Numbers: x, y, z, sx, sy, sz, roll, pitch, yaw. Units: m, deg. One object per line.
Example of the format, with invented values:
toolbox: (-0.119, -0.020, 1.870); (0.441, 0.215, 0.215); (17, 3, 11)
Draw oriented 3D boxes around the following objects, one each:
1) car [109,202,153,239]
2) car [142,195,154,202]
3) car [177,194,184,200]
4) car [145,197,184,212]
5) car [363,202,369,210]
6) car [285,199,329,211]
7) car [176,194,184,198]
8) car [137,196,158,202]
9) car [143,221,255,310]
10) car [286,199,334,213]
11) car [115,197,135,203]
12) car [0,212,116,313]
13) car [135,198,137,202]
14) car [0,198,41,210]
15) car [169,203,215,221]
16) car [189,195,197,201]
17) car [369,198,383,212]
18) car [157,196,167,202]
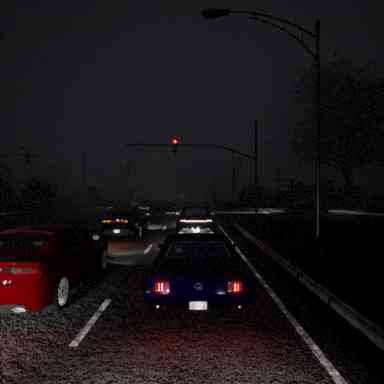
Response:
car: (-3.359, 1.505, 17.271); (1.837, 1.490, 4.892); (0, 0, 0)
car: (-10.311, 1.540, 77.810); (2.033, 1.411, 5.357); (0, 0, 0)
car: (-3.224, 1.328, 95.040); (1.882, 1.535, 5.008); (0, 0, 1)
car: (-3.217, 1.564, 38.376); (1.994, 1.385, 4.181); (0, 0, -37)
car: (22.853, 1.484, 39.110); (4.902, 1.511, 2.128); (0, 0, 3)
car: (13.677, 1.526, 39.628); (4.674, 1.442, 1.812); (0, 0, 5)
car: (-3.290, 1.532, 84.631); (2.033, 1.411, 5.357); (0, 0, 0)
car: (-6.964, 1.601, 52.172); (1.895, 1.301, 4.718); (0, 0, 0)
car: (0.118, 1.601, 7.747); (1.895, 1.301, 4.718); (0, 0, 0)
car: (12.808, 1.491, 36.174); (4.902, 1.511, 2.128); (0, 0, 3)
car: (-10.470, 1.525, 50.822); (1.812, 1.442, 4.674); (0, 0, 0)
car: (-3.382, 1.478, 7.774); (1.882, 1.535, 5.008); (0, 0, 0)
car: (-10.352, 1.547, 67.123); (2.033, 1.411, 5.357); (0, 0, 1)
car: (-21.522, 1.491, 41.577); (4.902, 1.511, 2.128); (0, 0, 3)
car: (0.151, 1.491, 17.009); (2.128, 1.511, 4.902); (0, 0, -1)
car: (0.210, 1.500, 84.637); (1.837, 1.490, 4.892); (0, 0, 0)
car: (22.228, 1.470, 35.638); (5.008, 1.535, 1.882); (0, 0, 3)
car: (-6.813, 1.595, 76.930); (1.895, 1.301, 4.718); (0, 0, 0)
